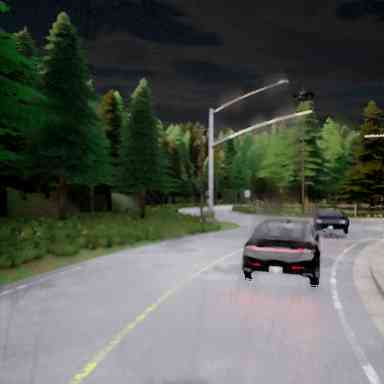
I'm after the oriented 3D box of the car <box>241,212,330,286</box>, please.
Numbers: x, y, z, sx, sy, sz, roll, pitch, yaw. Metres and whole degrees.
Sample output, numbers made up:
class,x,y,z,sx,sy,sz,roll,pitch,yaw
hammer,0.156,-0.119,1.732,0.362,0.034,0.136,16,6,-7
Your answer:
class,x,y,z,sx,sy,sz,roll,pitch,yaw
car,2.749,1.527,9.654,2.128,1.511,4.902,0,0,21

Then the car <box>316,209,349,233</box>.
class,x,y,z,sx,sy,sz,roll,pitch,yaw
car,8.487,1.695,20.594,1.895,1.301,4.718,0,0,20
